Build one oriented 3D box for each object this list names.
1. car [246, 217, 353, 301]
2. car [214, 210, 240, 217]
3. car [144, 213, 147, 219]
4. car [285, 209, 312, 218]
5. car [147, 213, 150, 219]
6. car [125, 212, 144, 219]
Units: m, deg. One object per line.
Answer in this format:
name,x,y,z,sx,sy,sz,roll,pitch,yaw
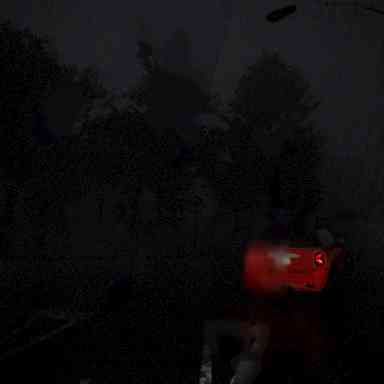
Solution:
car,3.226,1.736,9.581,2.097,1.767,4.553,-5,-6,30
car,6.508,4.098,62.197,4.902,1.511,2.128,-2,-5,30
car,-15.643,6.383,89.374,5.566,2.045,2.435,1,-5,-18
car,15.423,3.184,48.094,1.994,1.385,4.181,2,-5,-24
car,-15.473,6.633,92.361,5.566,2.045,2.435,1,-5,-18
car,-15.716,6.387,86.404,4.892,1.521,2.231,1,-5,-18
